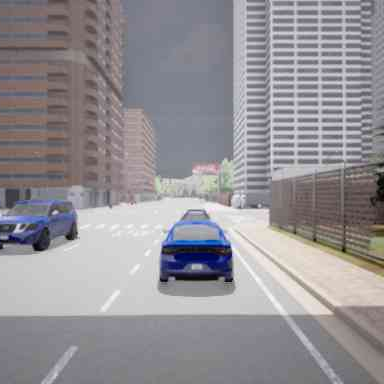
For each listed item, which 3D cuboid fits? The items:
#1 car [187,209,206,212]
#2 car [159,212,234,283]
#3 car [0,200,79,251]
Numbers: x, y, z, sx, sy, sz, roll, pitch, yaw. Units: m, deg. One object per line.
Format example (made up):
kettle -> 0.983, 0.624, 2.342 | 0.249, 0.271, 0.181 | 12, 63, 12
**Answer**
car -> 0.281, 1.802, 21.443 | 1.994, 1.385, 4.181 | 0, -1, 2
car -> 0.113, 1.590, 10.081 | 1.882, 1.535, 5.008 | 0, -1, 0
car -> -6.996, 1.395, 15.203 | 2.150, 2.045, 5.566 | 0, -1, 0
